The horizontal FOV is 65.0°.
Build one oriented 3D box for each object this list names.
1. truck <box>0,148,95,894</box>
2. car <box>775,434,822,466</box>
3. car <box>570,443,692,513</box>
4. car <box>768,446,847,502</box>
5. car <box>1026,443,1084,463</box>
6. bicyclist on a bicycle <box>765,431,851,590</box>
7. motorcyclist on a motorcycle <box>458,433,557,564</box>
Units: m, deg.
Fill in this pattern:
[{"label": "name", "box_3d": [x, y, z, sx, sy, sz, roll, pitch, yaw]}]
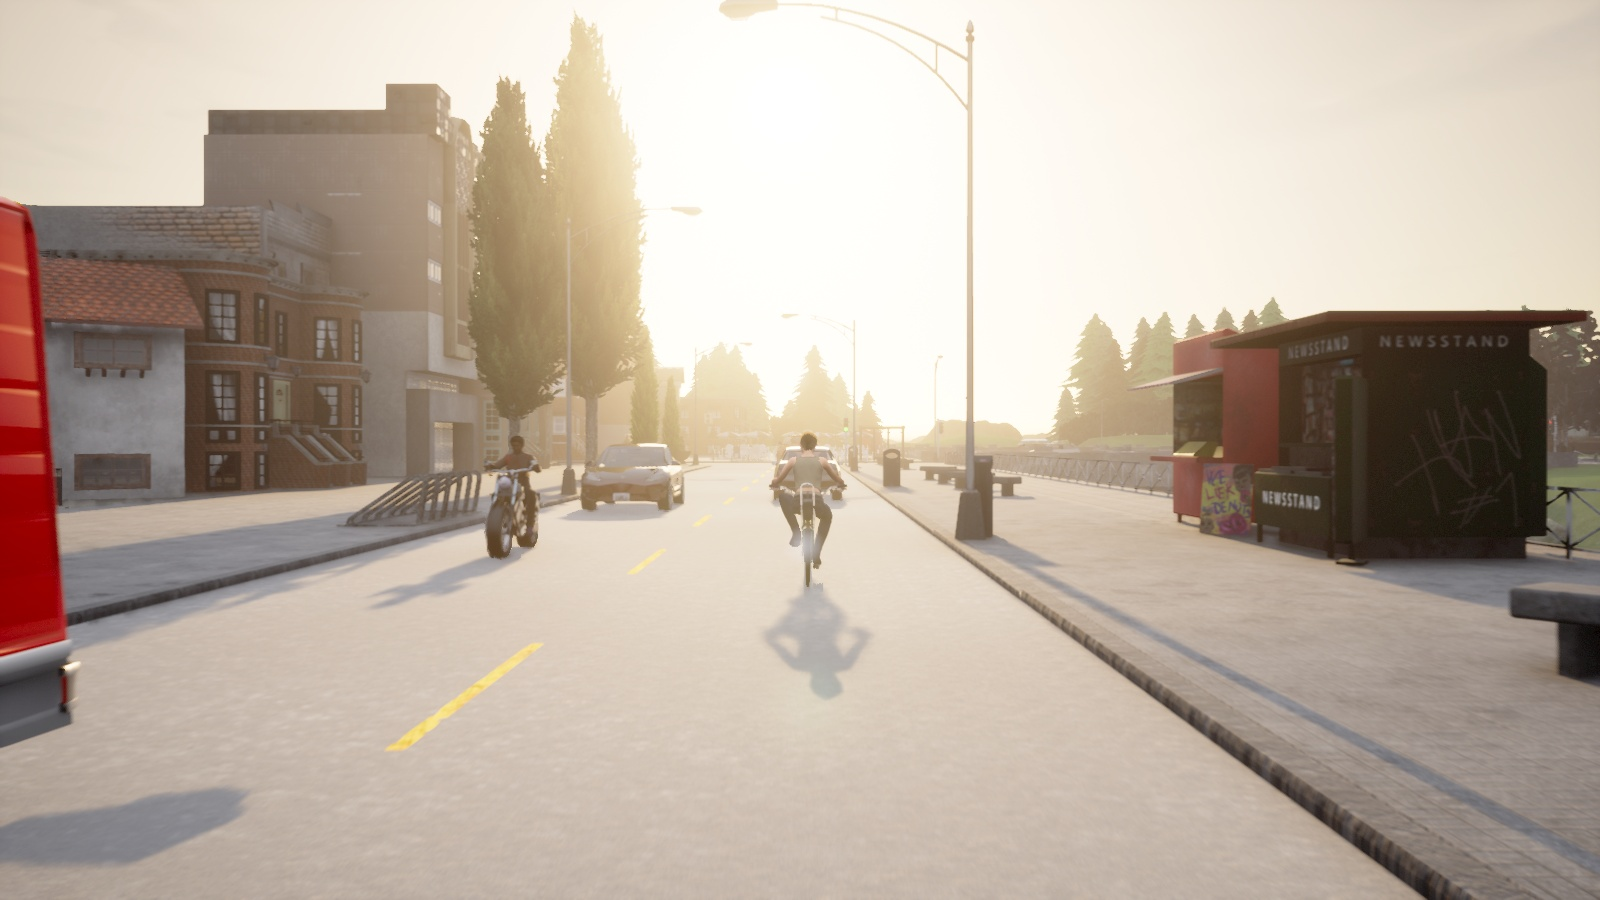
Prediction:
[{"label": "truck", "box_3d": [-3.972, 0.245, 2.108, 2.627, 2.467, 5.204, 0, 0, 0]}, {"label": "car", "box_3d": [-0.150, -0.007, 83.715, 2.150, 2.045, 5.566, 0, 0, -11]}, {"label": "car", "box_3d": [-3.823, 0.579, 29.218, 2.163, 1.488, 4.792, 0, 0, 0]}, {"label": "car", "box_3d": [0.207, 0.599, 34.668, 2.033, 1.411, 5.357, 0, 0, 0]}, {"label": "car", "box_3d": [18.580, 0.210, 91.709, 3.806, 1.475, 1.970, 0, 0, 0]}, {"label": "bicyclist on a bicycle", "box_3d": [0.085, 0.607, 13.466, 0.866, 1.612, 1.509, 0, 0, 1]}, {"label": "motorcyclist on a motorcycle", "box_3d": [-3.890, 0.598, 16.914, 0.766, 1.649, 2.350, 0, 0, 0]}]
